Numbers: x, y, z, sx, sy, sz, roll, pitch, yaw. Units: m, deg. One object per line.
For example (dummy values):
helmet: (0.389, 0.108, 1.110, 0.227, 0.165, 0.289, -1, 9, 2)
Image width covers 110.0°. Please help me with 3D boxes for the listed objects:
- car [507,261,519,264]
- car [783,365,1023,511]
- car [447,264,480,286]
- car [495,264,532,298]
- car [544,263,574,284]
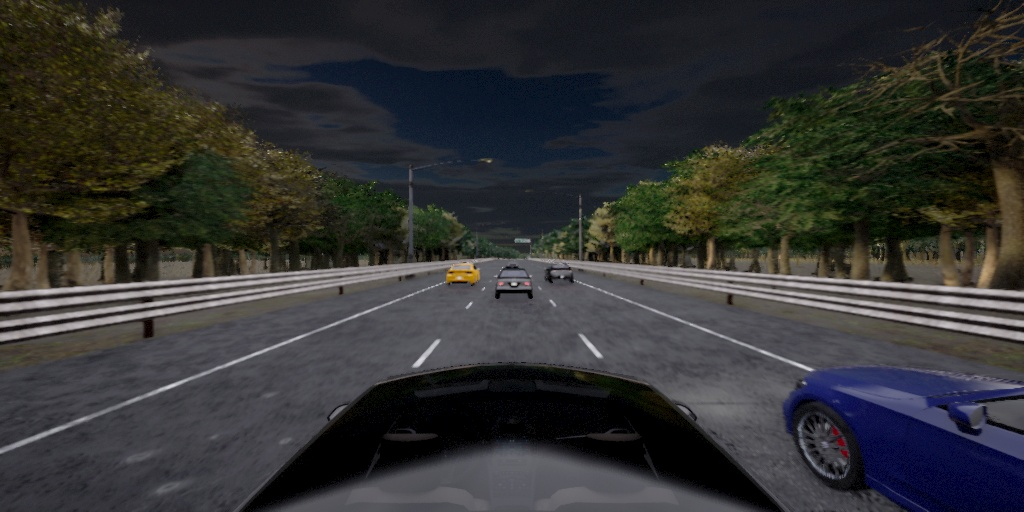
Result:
car: (0.089, 1.448, 54.582, 1.895, 1.301, 4.718, 0, 0, 0)
car: (3.620, 1.273, 1.601, 1.812, 1.442, 4.674, 0, 0, 0)
car: (-3.408, 1.273, 25.697, 1.882, 1.535, 5.008, 0, 0, 0)
car: (0.091, 1.329, 18.854, 2.033, 1.411, 5.357, 0, 0, 0)
car: (3.591, 1.287, 28.018, 2.128, 1.511, 4.902, 0, 0, 0)
